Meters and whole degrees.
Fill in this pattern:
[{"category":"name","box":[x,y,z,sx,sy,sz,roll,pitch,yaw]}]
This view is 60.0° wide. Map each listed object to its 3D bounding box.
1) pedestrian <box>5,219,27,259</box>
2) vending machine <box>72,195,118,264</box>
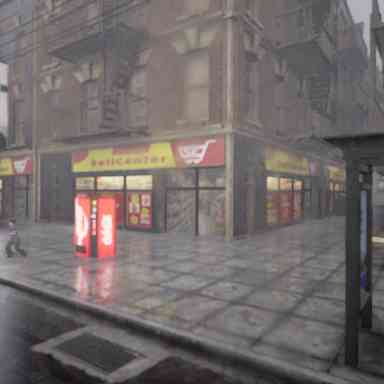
[{"category":"pedestrian","box":[-5.317,1.359,9.993,0.375,1.300,0.375,0,0,32]},{"category":"vending machine","box":[-3.137,1.141,10.805,0.880,2.100,1.100,0,0,34]}]
